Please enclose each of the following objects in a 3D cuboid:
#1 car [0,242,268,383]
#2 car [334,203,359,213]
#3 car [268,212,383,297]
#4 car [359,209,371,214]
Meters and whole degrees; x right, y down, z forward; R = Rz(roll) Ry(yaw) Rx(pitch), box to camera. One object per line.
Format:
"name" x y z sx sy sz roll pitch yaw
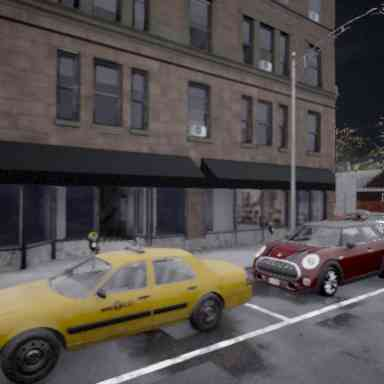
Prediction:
"car" -1.148 1.543 5.368 4.829 1.417 1.752 1 0 -35
"car" 11.779 1.886 29.003 1.994 1.385 4.181 1 -1 -35
"car" 3.485 1.507 8.671 4.097 1.590 1.967 1 0 -35
"car" 14.201 1.857 31.206 1.837 1.490 4.892 1 -1 -35
